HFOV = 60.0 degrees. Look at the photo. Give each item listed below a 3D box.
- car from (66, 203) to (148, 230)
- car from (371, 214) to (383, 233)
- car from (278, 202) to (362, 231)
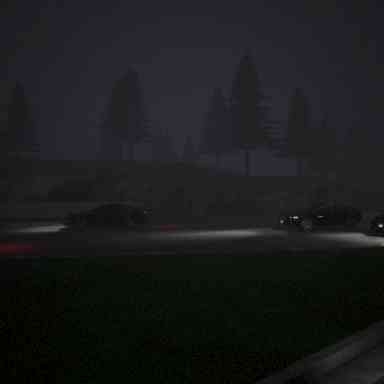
[{"bbox_3d":[-5.175,1.442,20.534,4.892,1.490,1.837,0,0,-7],"label":"car"},{"bbox_3d":[11.266,1.341,16.641,4.892,1.490,1.837,-1,1,-20],"label":"car"},{"bbox_3d":[7.320,1.345,19.059,4.902,1.511,2.128,-1,0,-16],"label":"car"}]
